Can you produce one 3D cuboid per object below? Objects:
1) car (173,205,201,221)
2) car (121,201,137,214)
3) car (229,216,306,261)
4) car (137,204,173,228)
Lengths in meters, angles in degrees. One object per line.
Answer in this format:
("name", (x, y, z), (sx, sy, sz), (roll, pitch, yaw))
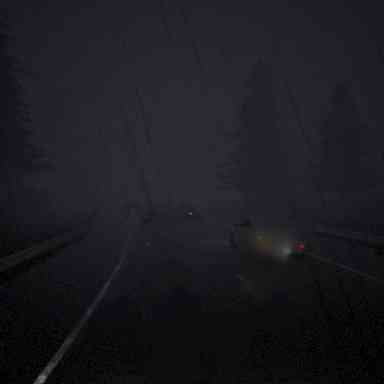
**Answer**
("car", (-0.630, 1.841, 30.268), (1.994, 1.385, 4.181), (0, -1, -15))
("car", (-7.632, 1.899, 40.992), (1.837, 1.490, 4.892), (0, -1, -19))
("car", (2.706, 1.634, 12.633), (1.812, 1.442, 4.674), (0, -1, -6))
("car", (-2.817, 1.755, 24.382), (1.812, 1.442, 4.674), (0, 0, -12))
